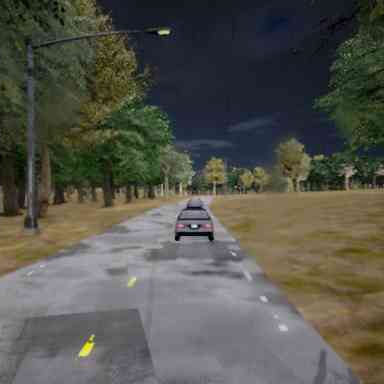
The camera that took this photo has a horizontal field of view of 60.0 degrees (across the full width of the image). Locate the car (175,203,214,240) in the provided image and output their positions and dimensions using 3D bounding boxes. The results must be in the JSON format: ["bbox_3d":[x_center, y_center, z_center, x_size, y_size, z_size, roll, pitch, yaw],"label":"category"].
[{"bbox_3d":[0.102,1.523,16.919,2.033,1.411,5.357,0,0,0],"label":"car"}]

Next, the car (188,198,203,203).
[{"bbox_3d":[0.399,1.464,41.338,1.994,1.385,4.181,0,0,2],"label":"car"}]
